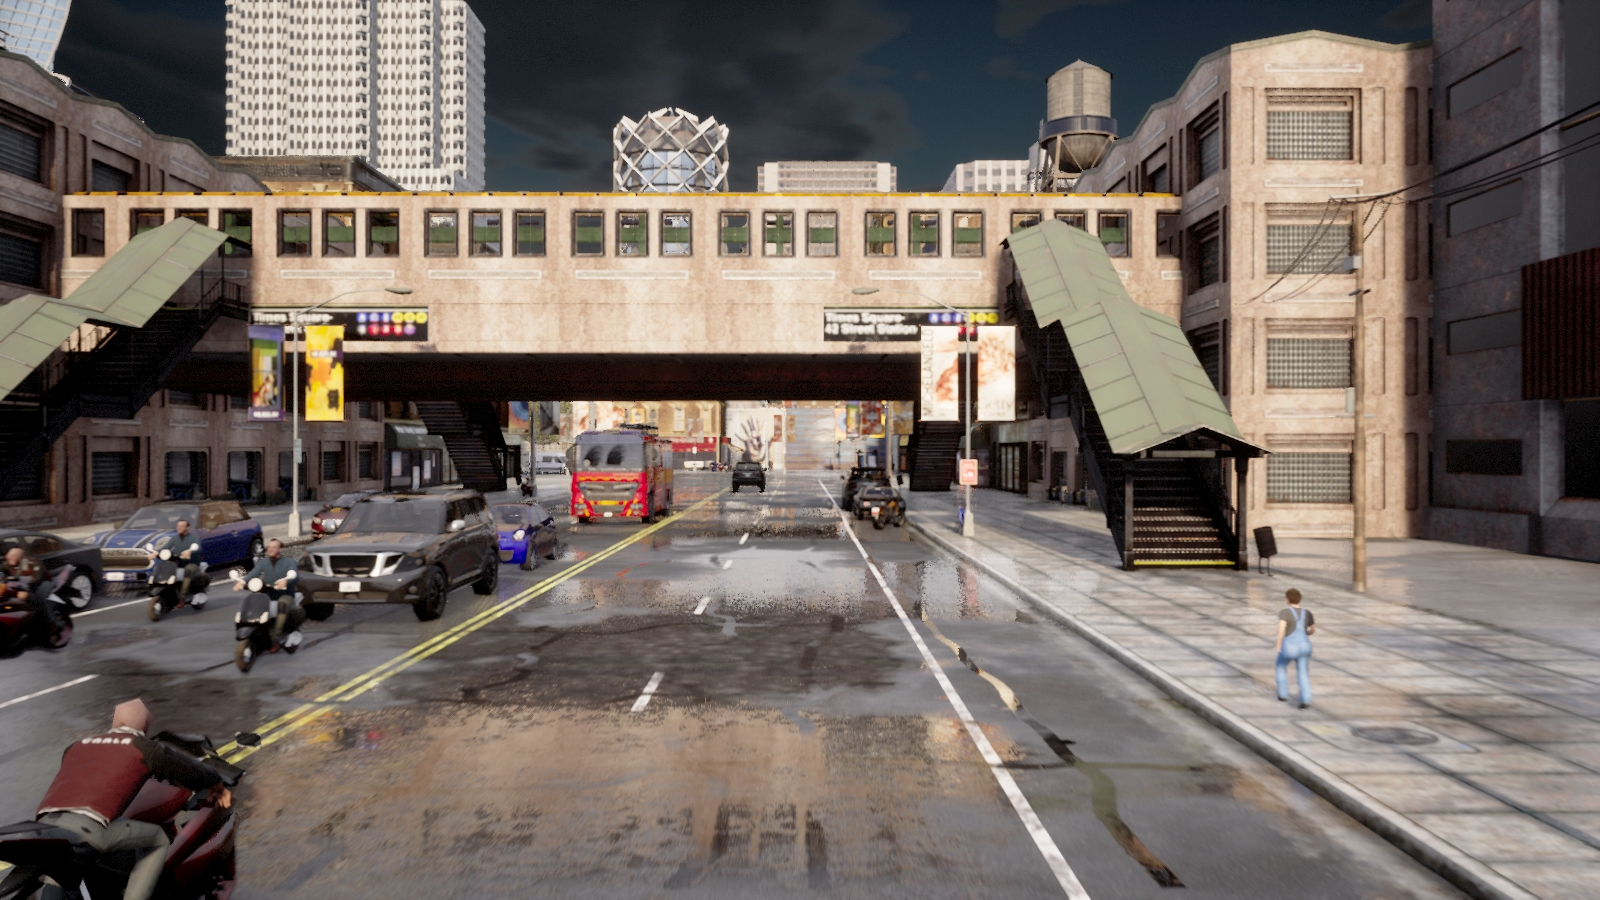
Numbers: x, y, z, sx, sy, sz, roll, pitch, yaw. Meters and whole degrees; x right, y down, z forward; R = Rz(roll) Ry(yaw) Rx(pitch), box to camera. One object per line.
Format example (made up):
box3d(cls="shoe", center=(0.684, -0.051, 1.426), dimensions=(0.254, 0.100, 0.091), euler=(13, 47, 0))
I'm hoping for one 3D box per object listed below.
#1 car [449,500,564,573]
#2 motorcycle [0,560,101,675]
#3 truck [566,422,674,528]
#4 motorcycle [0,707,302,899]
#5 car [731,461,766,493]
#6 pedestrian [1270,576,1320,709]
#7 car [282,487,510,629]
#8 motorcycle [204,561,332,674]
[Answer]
box3d(cls="car", center=(-7.013, 2.038, 27.653), dimensions=(1.845, 1.501, 3.633), euler=(0, 0, 0))
box3d(cls="motorcycle", center=(-10.509, 2.205, 15.359), dimensions=(0.867, 1.251, 2.209), euler=(0, 0, 0))
box3d(cls="truck", center=(-6.967, 0.890, 45.435), dimensions=(2.891, 3.827, 8.468), euler=(0, 0, 0))
box3d(cls="motorcycle", center=(-3.501, 2.205, 5.930), dimensions=(0.867, 1.251, 2.209), euler=(0, 0, 0))
box3d(cls="car", center=(-3.432, 1.779, 77.435), dimensions=(2.150, 2.045, 5.566), euler=(0, 0, 0))
box3d(cls="pedestrian", center=(5.101, 1.976, 11.786), dimensions=(0.375, 1.300, 0.375), euler=(0, 0, 5))
box3d(cls="car", center=(-7.014, 1.780, 20.621), dimensions=(2.150, 2.045, 5.566), euler=(0, 0, 0))
box3d(cls="motorcycle", center=(-7.008, 2.182, 15.159), dimensions=(0.856, 1.236, 1.805), euler=(0, 0, 0))
